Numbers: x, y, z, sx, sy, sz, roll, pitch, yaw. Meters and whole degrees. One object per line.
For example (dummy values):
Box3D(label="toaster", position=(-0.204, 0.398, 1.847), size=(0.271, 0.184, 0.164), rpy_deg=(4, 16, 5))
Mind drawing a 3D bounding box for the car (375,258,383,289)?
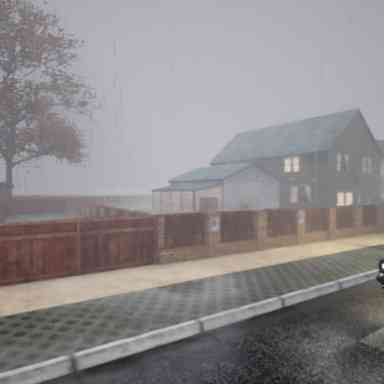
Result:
Box3D(label="car", position=(6.082, 1.592, 7.395), size=(4.718, 1.301, 1.895), rpy_deg=(0, 0, -35))
